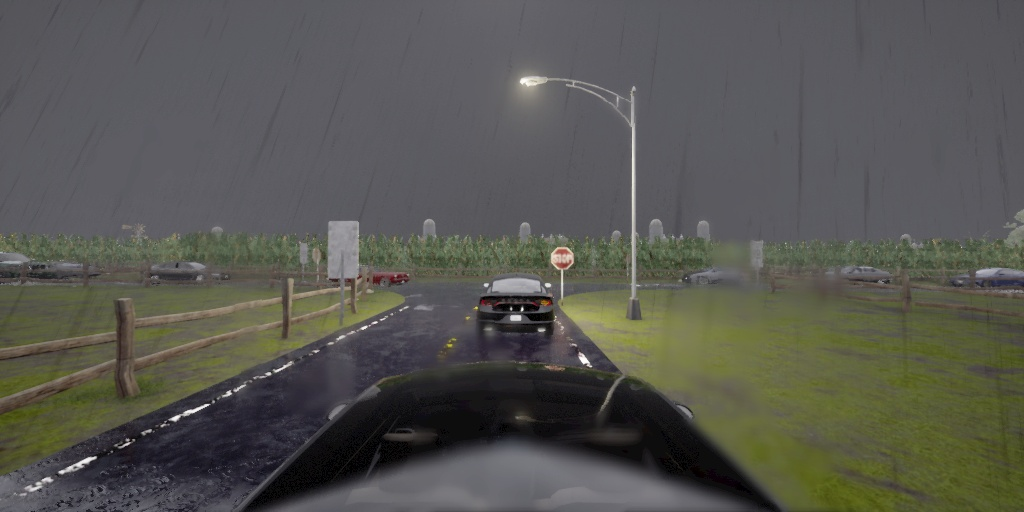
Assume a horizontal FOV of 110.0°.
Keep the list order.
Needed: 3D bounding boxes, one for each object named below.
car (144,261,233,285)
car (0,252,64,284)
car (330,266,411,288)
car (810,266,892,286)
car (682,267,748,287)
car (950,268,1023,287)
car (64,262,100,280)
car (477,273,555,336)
[{"bbox_3d":[-20.992,1.098,23.413,4.892,1.490,1.837,1,-1,0],"label":"car"},{"bbox_3d":[-33.663,0.740,23.512,5.566,2.045,2.150,0,-1,0],"label":"car"},{"bbox_3d":[-8.822,1.270,22.480,4.718,1.301,1.895,0,-1,13],"label":"car"},{"bbox_3d":[24.492,1.484,26.038,4.902,1.511,2.128,1,-1,0],"label":"car"},{"bbox_3d":[14.712,1.475,26.111,4.181,1.385,1.994,0,-1,1],"label":"car"},{"bbox_3d":[34.799,1.605,25.955,4.674,1.442,1.812,0,-1,1],"label":"car"},{"bbox_3d":[-33.855,1.111,26.456,5.357,1.411,2.033,0,-1,0],"label":"car"},{"bbox_3d":[0.150,1.232,10.469,1.882,1.535,5.008,0,0,2],"label":"car"}]
